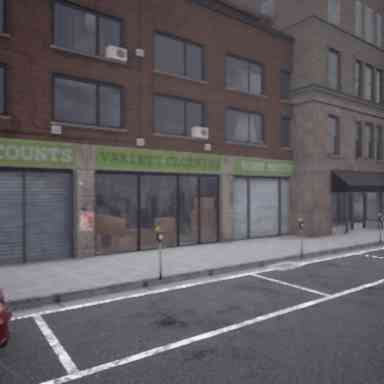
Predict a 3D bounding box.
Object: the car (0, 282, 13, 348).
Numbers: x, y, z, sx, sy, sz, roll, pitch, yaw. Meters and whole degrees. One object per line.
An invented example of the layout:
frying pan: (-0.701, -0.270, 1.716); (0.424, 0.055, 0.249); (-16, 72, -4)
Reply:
car: (-4.271, 1.570, 3.495); (4.206, 1.307, 1.802); (1, -1, -36)
